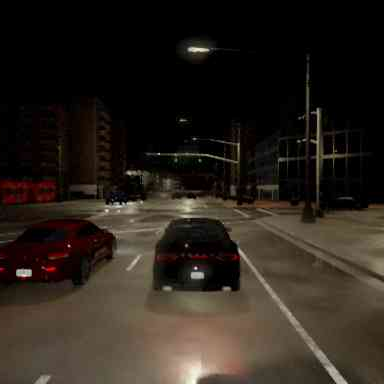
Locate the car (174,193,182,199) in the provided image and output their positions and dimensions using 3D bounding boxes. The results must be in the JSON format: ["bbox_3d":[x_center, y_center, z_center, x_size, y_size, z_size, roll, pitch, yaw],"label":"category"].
[{"bbox_3d":[-3.624,0.920,85.593,1.837,1.490,4.892,0,0,0],"label":"car"}]

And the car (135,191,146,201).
[{"bbox_3d":[-10.607,0.719,67.451,2.150,2.045,5.566,0,0,0],"label":"car"}]

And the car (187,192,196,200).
[{"bbox_3d":[-0.106,0.970,76.591,1.882,1.535,5.008,0,0,0],"label":"car"}]

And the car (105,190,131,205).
[{"bbox_3d":[-10.638,0.750,47.167,2.150,2.045,5.566,0,0,0],"label":"car"}]

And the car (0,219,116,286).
[{"bbox_3d":[-3.414,1.454,9.082,1.812,1.442,4.674,0,1,0],"label":"car"}]

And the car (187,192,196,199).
[{"bbox_3d":[-0.126,0.844,86.816,2.097,1.767,4.553,0,0,0],"label":"car"}]

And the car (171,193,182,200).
[{"bbox_3d":[-3.609,1.016,75.591,1.812,1.442,4.674,0,0,0],"label":"car"}]

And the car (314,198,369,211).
[{"bbox_3d":[14.722,1.217,32.933,4.718,1.301,1.895,0,1,0],"label":"car"}]

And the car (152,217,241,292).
[{"bbox_3d":[0.094,1.410,8.852,1.882,1.535,5.008,0,1,0],"label":"car"}]

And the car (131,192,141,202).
[{"bbox_3d":[-10.632,1.101,57.240,1.895,1.301,4.718,0,0,0],"label":"car"}]
